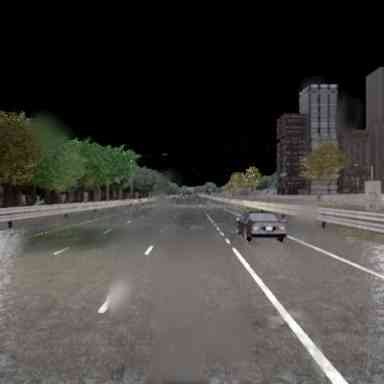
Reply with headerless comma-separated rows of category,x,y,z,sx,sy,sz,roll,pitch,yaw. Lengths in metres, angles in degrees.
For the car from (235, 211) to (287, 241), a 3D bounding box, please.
car,3.501,1.720,17.587,2.033,1.411,5.357,0,-1,0
